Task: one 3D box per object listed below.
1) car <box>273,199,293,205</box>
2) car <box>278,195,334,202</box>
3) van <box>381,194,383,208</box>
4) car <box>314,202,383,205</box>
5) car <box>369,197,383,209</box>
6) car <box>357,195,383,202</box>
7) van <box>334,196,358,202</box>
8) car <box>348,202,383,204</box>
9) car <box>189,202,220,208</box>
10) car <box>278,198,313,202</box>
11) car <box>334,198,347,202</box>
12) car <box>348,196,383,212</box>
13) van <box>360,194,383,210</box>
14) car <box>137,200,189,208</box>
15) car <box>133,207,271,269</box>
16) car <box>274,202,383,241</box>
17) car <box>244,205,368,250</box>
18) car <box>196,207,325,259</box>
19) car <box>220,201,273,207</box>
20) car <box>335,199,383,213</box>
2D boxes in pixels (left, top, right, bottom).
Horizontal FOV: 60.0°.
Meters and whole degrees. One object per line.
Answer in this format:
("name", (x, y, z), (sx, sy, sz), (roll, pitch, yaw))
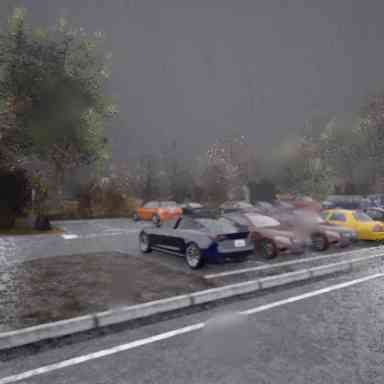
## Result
("car", (6.534, 1.617, 31.024), (2.163, 1.488, 4.792), (1, 0, -35))
("car", (11.158, 1.388, 34.270), (2.435, 2.045, 5.566), (1, 0, -35))
("van", (29.685, 1.300, 47.443), (1.878, 1.987, 4.442), (0, 0, -35))
("car", (9.259, 1.539, 17.600), (2.097, 1.535, 5.008), (1, 0, -35))
("car", (27.436, 1.551, 45.732), (2.231, 1.521, 4.892), (-1, 0, -35))
("car", (13.899, 1.339, 20.829), (2.435, 2.045, 5.566), (1, 0, -35))
("van", (18.260, 1.420, 39.141), (1.878, 1.987, 4.442), (-1, 0, -35))
("car", (11.565, 1.565, 19.232), (2.097, 1.535, 5.008), (1, 0, -35))
("car", (-0.414, 1.510, 26.179), (2.097, 1.535, 5.008), (1, 0, -35))
("car", (8.845, 1.643, 32.646), (2.163, 1.488, 4.792), (1, 0, -35))
("car", (13.464, 1.662, 35.916), (2.097, 1.535, 5.008), (1, -1, -35))
("car", (22.732, 1.473, 42.386), (2.185, 1.767, 4.553), (-1, 0, -35))
("van", (25.059, 1.348, 44.200), (1.878, 1.987, 4.442), (-1, 0, -35))
("car", (-2.607, 1.360, 24.607), (2.185, 1.767, 4.553), (1, 0, -35))
("car", (-0.012, 1.466, 11.133), (2.163, 1.488, 4.792), (1, 0, -35))
("car", (6.837, 1.510, 16.132), (1.946, 1.575, 5.366), (1, 0, -35))
("car", (4.629, 1.528, 14.359), (2.002, 1.452, 4.674), (1, 0, -35))
("car", (2.316, 1.502, 12.735), (2.002, 1.452, 4.674), (1, 0, -35))
("car", (4.304, 1.564, 29.503), (2.231, 1.521, 4.892), (1, 0, -35))
("car", (20.489, 1.651, 40.889), (2.163, 1.488, 4.792), (-1, 0, -35))
